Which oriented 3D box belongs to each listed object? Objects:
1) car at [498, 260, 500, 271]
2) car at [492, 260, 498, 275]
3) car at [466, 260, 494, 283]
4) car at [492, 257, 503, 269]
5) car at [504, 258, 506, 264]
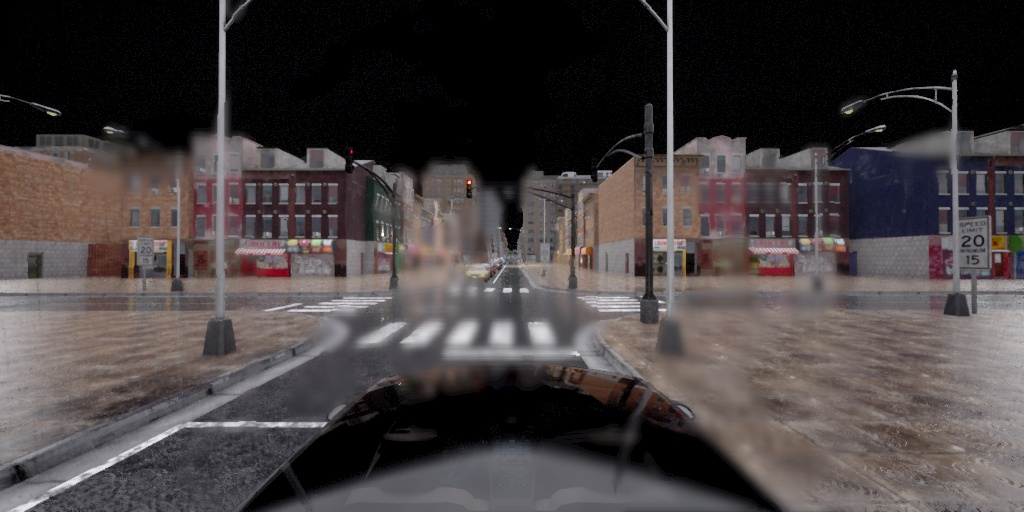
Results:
[{"bbox_3d":[-2.661,1.363,40.038,1.802,1.307,4.207,0,0,0],"label":"car"},{"bbox_3d":[-2.658,1.317,34.433,1.888,1.381,4.507,0,0,0],"label":"car"},{"bbox_3d":[-2.654,1.290,28.658,1.751,1.417,4.829,0,0,0],"label":"car"},{"bbox_3d":[-2.669,1.245,51.248,1.967,1.591,4.097,0,0,0],"label":"car"},{"bbox_3d":[-2.676,1.149,62.459,2.192,1.841,5.009,0,0,0],"label":"car"}]
